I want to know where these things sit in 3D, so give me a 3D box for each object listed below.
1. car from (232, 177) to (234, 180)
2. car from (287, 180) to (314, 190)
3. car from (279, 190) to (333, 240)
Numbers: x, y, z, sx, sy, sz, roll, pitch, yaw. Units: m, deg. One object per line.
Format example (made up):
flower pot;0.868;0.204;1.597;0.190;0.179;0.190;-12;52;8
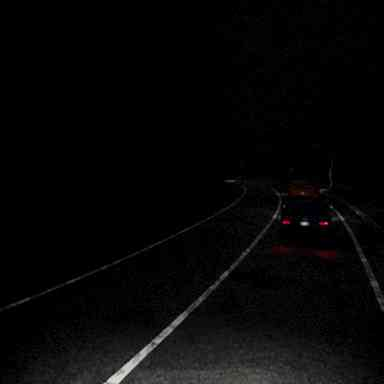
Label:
car;7.885;-3.450;73.627;1.882;1.535;5.008;1;4;-7
car;9.038;-0.238;27.766;1.882;1.535;5.008;0;4;14
car;4.555;0.908;13.234;2.033;1.411;5.357;0;4;20
